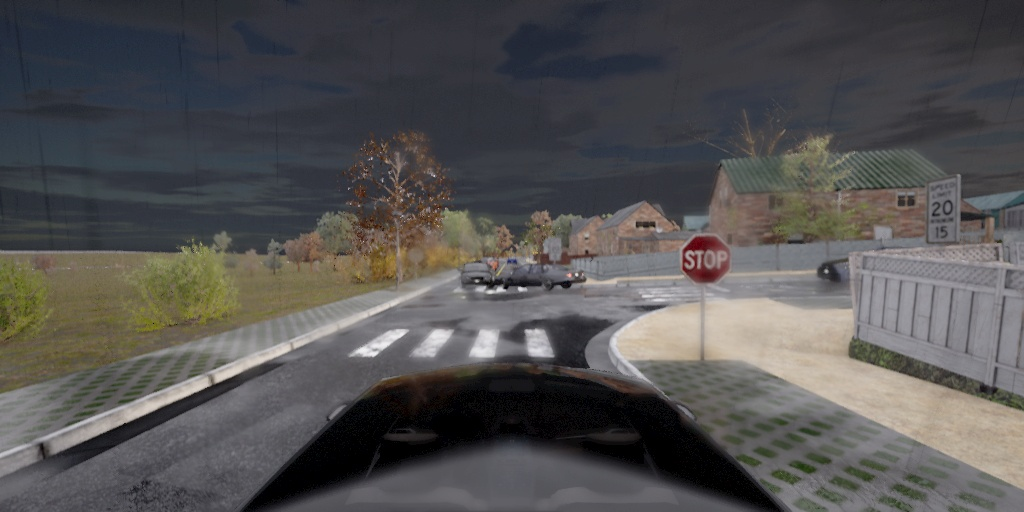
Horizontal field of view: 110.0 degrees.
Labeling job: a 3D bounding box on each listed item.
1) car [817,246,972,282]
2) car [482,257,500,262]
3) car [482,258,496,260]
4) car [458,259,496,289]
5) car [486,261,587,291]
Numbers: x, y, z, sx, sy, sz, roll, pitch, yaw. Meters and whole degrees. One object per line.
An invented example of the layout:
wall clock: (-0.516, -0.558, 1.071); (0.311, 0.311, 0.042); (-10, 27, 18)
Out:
car: (14.393, 0.340, 13.685); (4.181, 1.385, 1.994); (-3, 0, 16)
car: (-2.837, 0.872, 42.044); (2.097, 1.767, 4.553); (0, 0, 1)
car: (-2.843, 1.121, 32.042); (2.033, 1.411, 5.357); (0, 0, 0)
car: (-2.243, 1.132, 22.227); (1.837, 1.490, 4.892); (0, 0, -8)
car: (1.344, 1.090, 19.315); (5.357, 1.411, 2.033); (-4, -3, 43)
